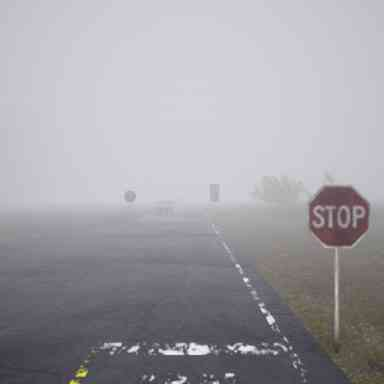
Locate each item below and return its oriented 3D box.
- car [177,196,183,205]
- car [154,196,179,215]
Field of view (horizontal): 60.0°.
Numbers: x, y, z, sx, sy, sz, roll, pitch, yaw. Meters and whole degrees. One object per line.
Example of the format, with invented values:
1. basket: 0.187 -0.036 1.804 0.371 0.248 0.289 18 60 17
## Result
1. car: -2.658 1.517 61.048 1.882 1.535 5.008 0 0 0
2. car: -2.699 1.502 34.033 1.882 1.535 5.008 0 0 0
